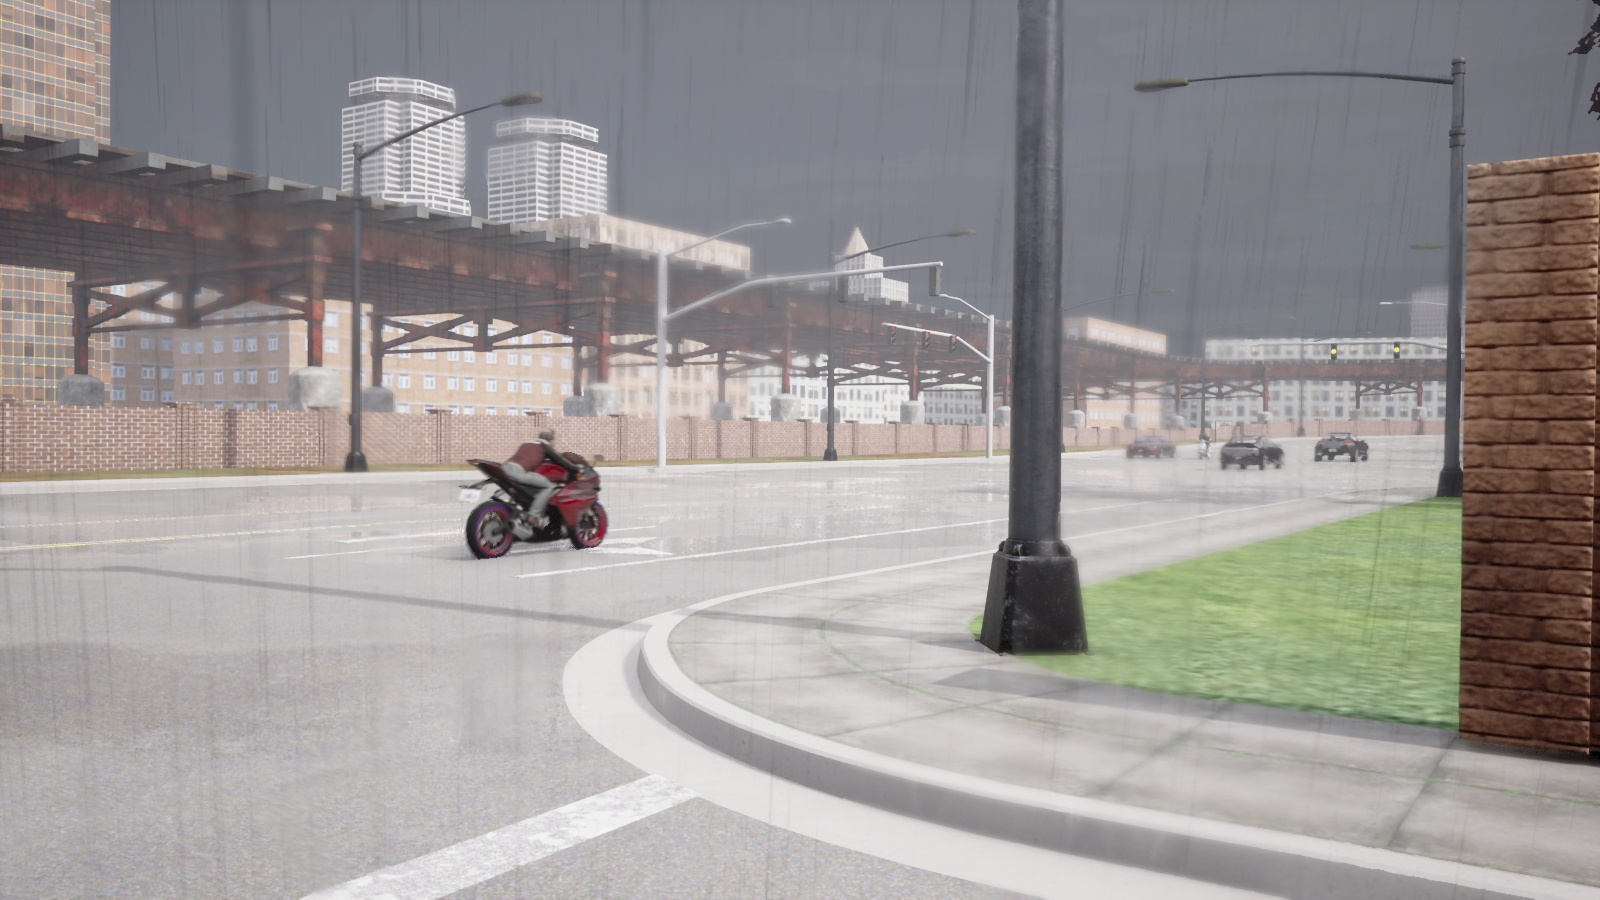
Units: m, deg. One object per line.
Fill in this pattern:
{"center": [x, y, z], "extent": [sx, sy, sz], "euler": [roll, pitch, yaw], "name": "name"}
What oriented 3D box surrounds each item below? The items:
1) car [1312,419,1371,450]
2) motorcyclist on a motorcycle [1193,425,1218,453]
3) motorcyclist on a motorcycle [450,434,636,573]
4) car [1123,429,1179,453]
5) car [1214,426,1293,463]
{"center": [30.703, -0.890, 71.073], "extent": [2.152, 1.651, 5.027], "euler": [0, 2, 34], "name": "car"}
{"center": [23.555, -0.645, 72.974], "extent": [0.866, 1.590, 1.817], "euler": [0, 2, 35], "name": "motorcyclist on a motorcycle"}
{"center": [-3.052, 0.585, 15.143], "extent": [0.866, 1.530, 2.191], "euler": [0, 1, 35], "name": "motorcyclist on a motorcycle"}
{"center": [21.207, -0.560, 75.772], "extent": [1.994, 1.385, 4.181], "euler": [0, 2, 35], "name": "car"}
{"center": [19.996, -0.271, 55.284], "extent": [2.128, 1.511, 4.902], "euler": [0, 1, 34], "name": "car"}
